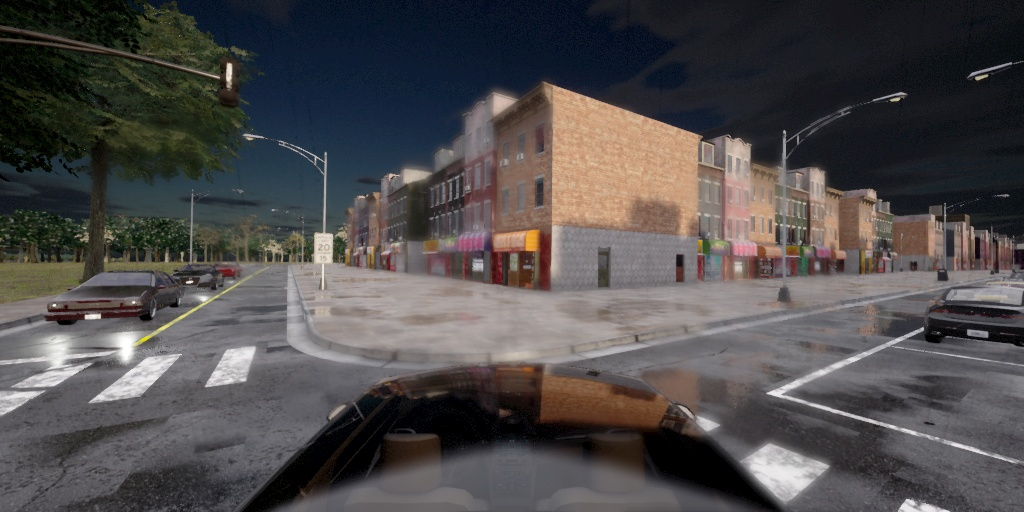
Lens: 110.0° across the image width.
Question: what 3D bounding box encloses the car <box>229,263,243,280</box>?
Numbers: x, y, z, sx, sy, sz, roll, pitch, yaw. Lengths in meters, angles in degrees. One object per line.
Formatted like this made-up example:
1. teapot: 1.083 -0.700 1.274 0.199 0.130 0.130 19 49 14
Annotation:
1. car: -22.816 1.181 28.533 1.895 1.301 4.718 1 -1 -32

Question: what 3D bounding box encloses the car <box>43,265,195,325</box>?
1. car: -12.167 1.157 11.470 2.033 1.411 5.357 1 0 -32

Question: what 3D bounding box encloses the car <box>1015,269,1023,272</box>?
1. car: 25.689 1.417 17.579 4.097 1.591 1.967 0 0 -32

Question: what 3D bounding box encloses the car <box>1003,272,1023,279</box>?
1. car: 16.248 1.392 11.594 4.829 1.417 1.751 0 0 -32

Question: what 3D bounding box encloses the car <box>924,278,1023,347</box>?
1. car: 11.312 1.365 8.465 4.403 1.370 2.007 0 0 -32

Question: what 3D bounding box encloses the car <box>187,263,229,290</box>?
1. car: -17.450 1.148 19.929 1.994 1.385 4.181 1 -1 -32
